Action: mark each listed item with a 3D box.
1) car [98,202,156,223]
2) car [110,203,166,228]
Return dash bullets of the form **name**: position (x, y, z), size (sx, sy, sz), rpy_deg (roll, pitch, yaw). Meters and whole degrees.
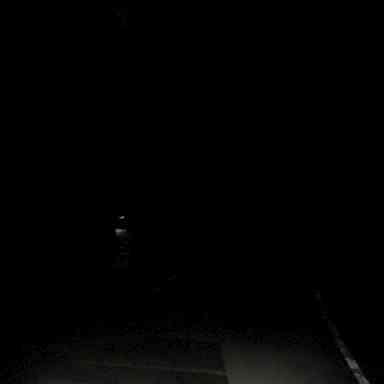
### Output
- **car**: position (-4.993, 1.530, 26.126), size (1.994, 1.385, 4.181), rpy_deg (0, 0, 38)
- **car**: position (-3.637, 1.499, 22.108), size (1.812, 1.442, 4.674), rpy_deg (0, 0, 35)
